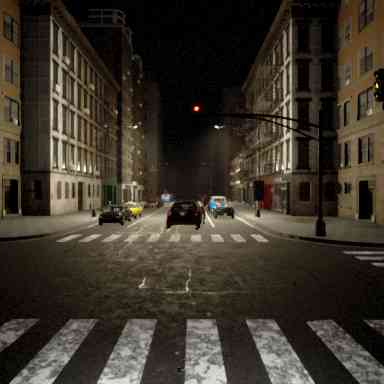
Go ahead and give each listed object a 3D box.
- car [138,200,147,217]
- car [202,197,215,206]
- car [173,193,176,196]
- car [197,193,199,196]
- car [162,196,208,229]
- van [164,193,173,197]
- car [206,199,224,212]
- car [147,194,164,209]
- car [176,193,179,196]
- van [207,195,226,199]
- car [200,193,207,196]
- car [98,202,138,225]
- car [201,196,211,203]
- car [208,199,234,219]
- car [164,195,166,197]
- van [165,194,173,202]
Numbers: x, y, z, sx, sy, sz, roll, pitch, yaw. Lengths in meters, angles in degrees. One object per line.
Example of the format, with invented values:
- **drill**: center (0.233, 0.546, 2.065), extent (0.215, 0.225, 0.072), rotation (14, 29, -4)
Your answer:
- **car**: center (-5.355, 1.521, 28.794), extent (1.752, 1.417, 4.829), rotation (0, 0, 0)
- **car**: center (2.725, 1.558, 55.984), extent (1.947, 1.339, 4.313), rotation (0, 0, 0)
- **car**: center (-5.333, 1.305, 72.213), extent (2.192, 1.841, 5.009), rotation (0, 0, 0)
- **car**: center (2.770, 1.534, 83.016), extent (1.887, 1.381, 4.507), rotation (0, 0, 0)
- **car**: center (-0.334, 1.348, 21.856), extent (2.097, 1.767, 4.553), rotation (0, 0, 6)
- **van**: center (-5.336, 1.332, 66.806), extent (1.690, 1.788, 3.998), rotation (0, 0, 0)
- **car**: center (2.698, 1.576, 39.766), extent (1.802, 1.307, 4.206), rotation (0, 0, 0)
- **car**: center (-5.347, 1.433, 45.182), extent (1.967, 1.590, 4.097), rotation (0, 0, 0)
- **car**: center (-5.325, 1.539, 88.432), extent (2.008, 1.369, 4.403), rotation (0, 0, 0)
- **van**: center (2.689, 1.336, 34.359), extent (1.690, 1.788, 3.998), rotation (0, 0, 0)
- **car**: center (2.716, 1.307, 50.578), extent (2.192, 1.841, 5.009), rotation (0, 0, 0)
- **car**: center (-5.357, 1.547, 23.557), extent (2.008, 1.369, 4.403), rotation (0, 0, 0)
- **car**: center (2.743, 1.516, 66.966), extent (1.752, 1.417, 4.829), rotation (0, 0, 0)
- **car**: center (2.680, 1.546, 28.953), extent (2.008, 1.369, 4.403), rotation (0, 0, 0)
- **car**: center (-5.344, 1.518, 50.418), extent (1.752, 1.417, 4.829), rotation (0, 0, 0)
- **van**: center (-5.331, 1.331, 77.619), extent (1.690, 1.788, 3.998), rotation (0, 0, 0)
